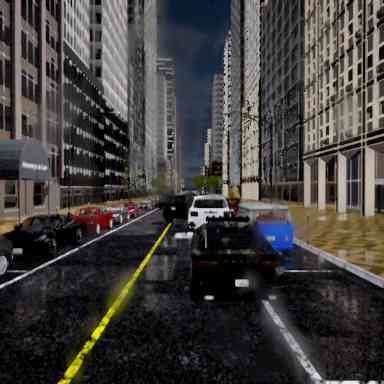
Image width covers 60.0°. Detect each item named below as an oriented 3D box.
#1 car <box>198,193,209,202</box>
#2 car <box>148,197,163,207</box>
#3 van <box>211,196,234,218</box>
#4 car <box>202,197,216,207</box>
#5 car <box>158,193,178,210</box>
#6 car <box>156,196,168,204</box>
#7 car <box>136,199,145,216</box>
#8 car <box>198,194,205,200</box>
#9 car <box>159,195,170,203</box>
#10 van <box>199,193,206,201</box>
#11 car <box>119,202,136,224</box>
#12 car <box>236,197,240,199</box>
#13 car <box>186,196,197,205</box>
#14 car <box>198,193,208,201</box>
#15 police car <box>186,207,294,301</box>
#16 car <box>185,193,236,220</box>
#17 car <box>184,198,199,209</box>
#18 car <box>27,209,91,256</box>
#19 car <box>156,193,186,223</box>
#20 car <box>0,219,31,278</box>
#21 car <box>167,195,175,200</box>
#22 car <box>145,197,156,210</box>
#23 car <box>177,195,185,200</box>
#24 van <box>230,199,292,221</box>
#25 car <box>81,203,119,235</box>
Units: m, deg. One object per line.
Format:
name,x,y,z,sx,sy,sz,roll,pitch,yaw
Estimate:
car,2.615,1.269,75.578,2.192,1.841,5.009,-1,0,0
car,-5.744,1.519,52.837,2.008,1.369,4.403,-1,0,0
van,2.654,1.324,30.109,1.690,1.788,3.998,-1,0,0
car,2.637,1.519,52.843,2.008,1.369,4.403,-1,0,0
car,-3.103,1.198,43.562,2.150,2.045,5.566,0,0,0
car,-5.753,1.543,64.204,1.802,1.307,4.206,-1,0,0
car,-5.725,1.564,30.102,1.802,1.307,4.206,-1,0,0
car,2.603,1.381,92.629,1.967,1.590,4.097,-1,0,0
car,-5.759,1.398,69.887,1.967,1.590,4.097,-1,0,0
van,2.606,1.287,86.946,1.690,1.788,3.998,-1,0,0
car,-5.721,1.537,24.419,2.008,1.369,4.403,-1,0,0
car,2.658,1.301,24.426,2.192,1.841,5.009,-1,0,0
car,-0.052,1.490,59.413,1.812,1.442,4.674,0,0,0
car,2.611,1.265,81.263,2.192,1.841,5.009,-1,0,0
police car,0.891,1.420,8.513,1.930,1.638,5.238,0,0,0
car,0.883,1.214,18.434,2.150,2.045,5.566,0,0,0
car,-0.027,1.537,45.685,1.994,1.385,4.181,0,0,1
car,-5.710,1.558,13.051,1.947,1.339,4.313,-1,0,0
car,-0.165,1.206,24.787,2.150,2.045,5.566,-1,0,24
car,-5.706,1.546,7.368,2.008,1.369,4.403,-1,0,0
car,-5.777,1.507,92.623,1.947,1.339,4.313,-1,0,0
car,-5.735,1.526,41.470,2.008,1.369,4.403,-1,0,0
car,-3.081,1.541,93.912,1.895,1.301,4.718,0,0,0
van,2.668,1.333,13.058,1.690,1.788,3.998,-1,0,0
car,-5.715,1.534,18.735,1.887,1.381,4.507,-1,0,0
